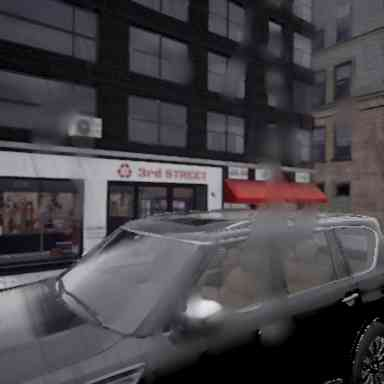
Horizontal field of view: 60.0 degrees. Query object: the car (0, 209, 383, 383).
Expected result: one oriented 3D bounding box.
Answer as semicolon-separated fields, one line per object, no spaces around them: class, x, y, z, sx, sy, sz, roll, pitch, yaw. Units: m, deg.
car;0.094;1.247;3.448;5.566;2.045;2.150;1;-1;-36
